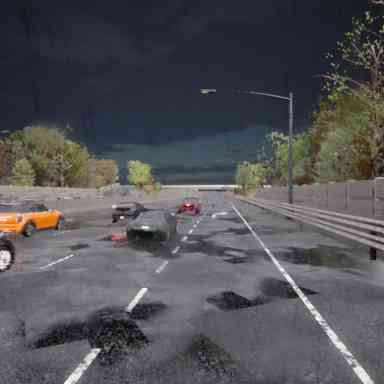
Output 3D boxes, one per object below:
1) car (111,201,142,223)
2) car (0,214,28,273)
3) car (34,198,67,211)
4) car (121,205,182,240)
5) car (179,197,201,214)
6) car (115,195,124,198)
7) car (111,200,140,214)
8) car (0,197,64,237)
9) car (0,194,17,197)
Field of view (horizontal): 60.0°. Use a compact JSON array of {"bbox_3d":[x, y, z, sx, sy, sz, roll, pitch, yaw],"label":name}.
[{"bbox_3d":[-4.645,1.506,25.522,1.837,1.490,4.892,0,0,5],"label":"car"},{"bbox_3d":[-6.248,1.503,7.869,1.837,1.490,4.892,0,0,5],"label":"car"},{"bbox_3d":[-17.472,1.531,41.278,1.812,1.442,4.674,0,0,5],"label":"car"},{"bbox_3d":[-1.909,1.563,16.940,1.994,1.385,4.181,0,0,5],"label":"car"},{"bbox_3d":[-0.168,1.355,36.094,2.097,1.767,4.553,0,0,5],"label":"car"},{"bbox_3d":[-17.378,1.544,79.907,1.812,1.442,4.674,0,0,5],"label":"car"},{"bbox_3d":[-7.173,1.604,36.384,1.895,1.301,4.718,0,0,5],"label":"car"},{"bbox_3d":[-8.831,1.351,18.106,2.097,1.767,4.553,0,0,5],"label":"car"},{"bbox_3d":[-24.267,1.358,43.842,2.097,1.767,4.553,0,0,6],"label":"car"}]
